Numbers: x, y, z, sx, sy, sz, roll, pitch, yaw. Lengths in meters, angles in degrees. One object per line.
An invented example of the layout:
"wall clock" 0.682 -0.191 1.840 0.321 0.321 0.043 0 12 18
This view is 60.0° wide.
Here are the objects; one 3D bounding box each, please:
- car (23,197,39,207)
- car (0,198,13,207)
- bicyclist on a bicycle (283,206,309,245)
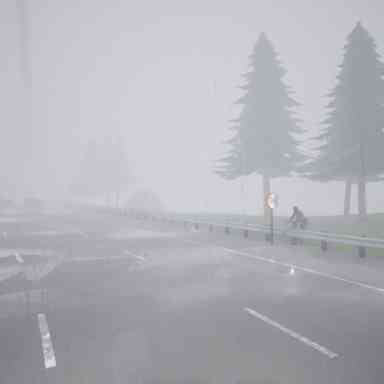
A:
"car" -25.535 1.502 52.793 1.837 1.490 4.892 0 -1 -32
"car" -29.579 1.600 52.645 1.895 1.301 4.718 0 0 -32
"bicyclist on a bicycle" 4.412 1.428 13.953 1.656 1.620 0.582 5 -2 -31
